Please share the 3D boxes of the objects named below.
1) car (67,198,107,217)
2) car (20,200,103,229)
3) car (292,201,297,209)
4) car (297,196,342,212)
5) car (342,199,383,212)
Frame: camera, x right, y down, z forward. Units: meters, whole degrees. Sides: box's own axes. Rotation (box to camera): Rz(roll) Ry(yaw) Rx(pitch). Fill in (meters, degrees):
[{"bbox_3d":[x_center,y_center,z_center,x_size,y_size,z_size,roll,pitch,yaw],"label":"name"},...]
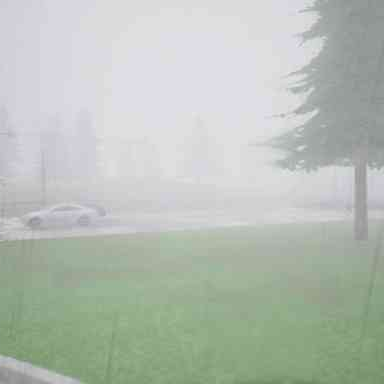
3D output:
[{"bbox_3d":[-8.942,1.461,24.941,4.892,1.490,1.837,-1,0,-25],"label":"car"},{"bbox_3d":[-8.390,1.493,21.329,4.674,1.442,1.812,-1,0,-25],"label":"car"},{"bbox_3d":[13.885,1.304,39.298,4.181,1.385,1.994,-1,0,-25],"label":"car"},{"bbox_3d":[14.152,1.231,35.571,5.008,1.535,1.882,-1,0,-25],"label":"car"},{"bbox_3d":[17.748,1.339,33.370,4.718,1.301,1.895,-1,0,-25],"label":"car"}]
